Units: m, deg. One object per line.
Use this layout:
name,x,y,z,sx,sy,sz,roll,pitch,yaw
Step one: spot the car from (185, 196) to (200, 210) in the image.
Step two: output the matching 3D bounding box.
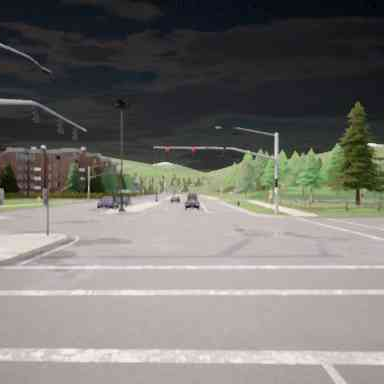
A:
car,0.032,1.613,43.685,1.895,1.301,4.718,0,0,0

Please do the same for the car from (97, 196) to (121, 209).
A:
car,-11.520,1.365,45.805,2.097,1.767,4.553,0,0,1

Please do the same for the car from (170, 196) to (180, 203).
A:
car,-3.450,1.511,69.091,2.128,1.511,4.902,0,0,0

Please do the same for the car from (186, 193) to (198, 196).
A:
car,0.051,1.241,69.120,2.150,2.045,5.566,0,0,0

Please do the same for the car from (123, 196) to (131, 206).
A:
car,-11.502,1.521,56.264,1.837,1.490,4.892,0,0,0
